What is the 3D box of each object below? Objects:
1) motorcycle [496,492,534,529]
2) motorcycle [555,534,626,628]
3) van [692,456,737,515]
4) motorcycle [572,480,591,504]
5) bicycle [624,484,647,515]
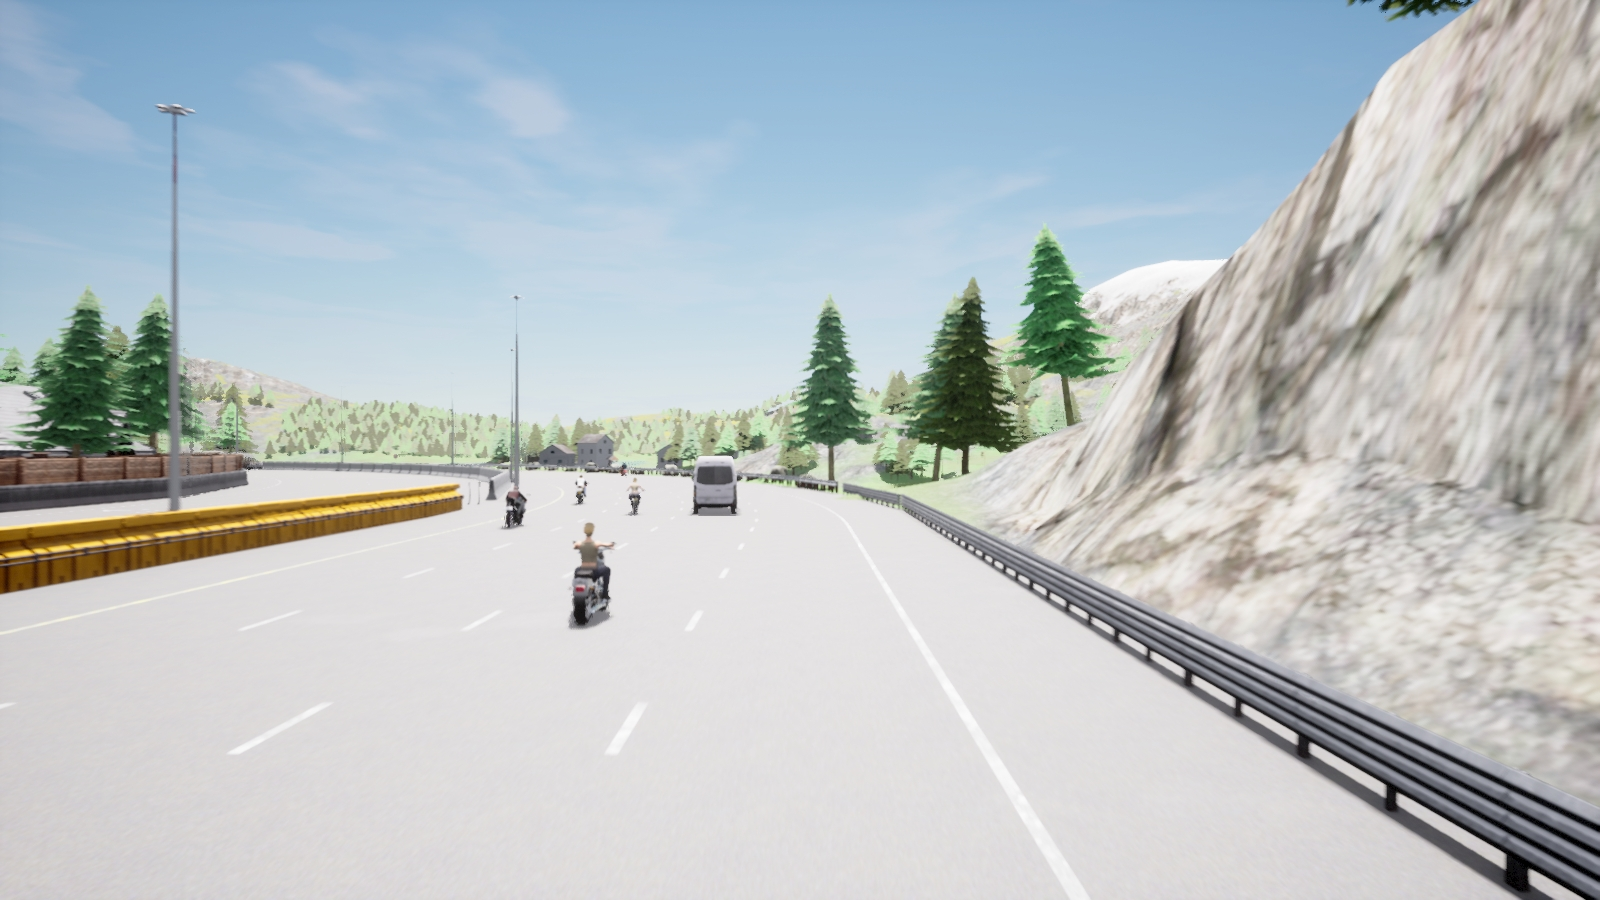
[{"bbox_3d":[-10.512,2.227,42.174,0.867,1.251,2.209,0,0,-1],"label":"motorcycle"},{"bbox_3d":[-3.491,2.156,19.244,0.764,1.325,2.356,0,0,0],"label":"motorcycle"},{"bbox_3d":[-3.913,1.562,52.987,1.988,2.561,5.915,0,0,-3],"label":"van"},{"bbox_3d":[-11.553,2.208,60.355,0.803,1.217,2.033,-1,0,-6],"label":"motorcycle"},{"bbox_3d":[-7.252,2.175,50.346,0.859,1.295,1.487,-1,0,-4],"label":"bicycle"}]
